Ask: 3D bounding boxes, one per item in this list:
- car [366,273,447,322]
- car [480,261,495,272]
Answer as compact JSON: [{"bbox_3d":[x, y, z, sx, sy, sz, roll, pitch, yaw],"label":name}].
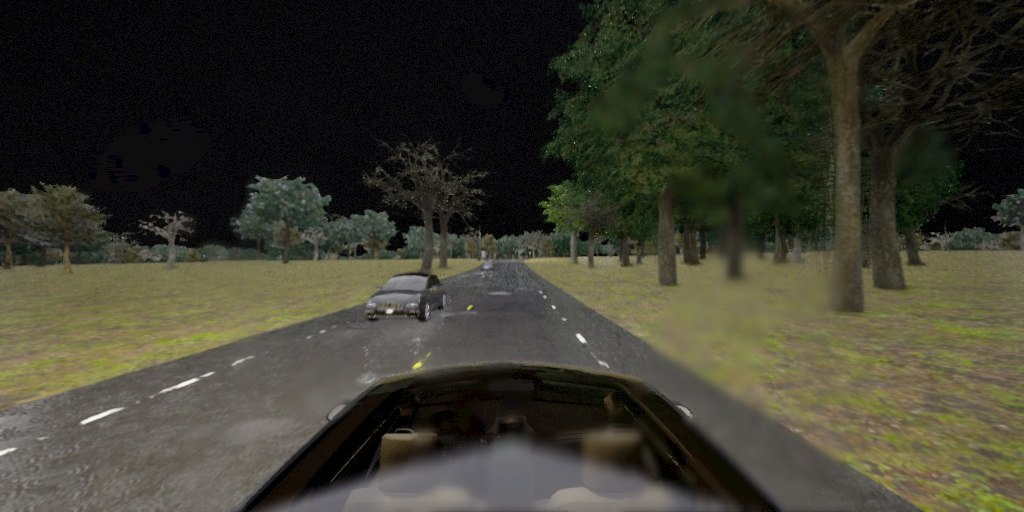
[{"bbox_3d":[-3.599,1.389,12.971,1.837,1.490,4.892,0,-1,0],"label":"car"},{"bbox_3d":[-3.574,1.503,53.066,2.128,1.511,4.902,0,0,0],"label":"car"}]
